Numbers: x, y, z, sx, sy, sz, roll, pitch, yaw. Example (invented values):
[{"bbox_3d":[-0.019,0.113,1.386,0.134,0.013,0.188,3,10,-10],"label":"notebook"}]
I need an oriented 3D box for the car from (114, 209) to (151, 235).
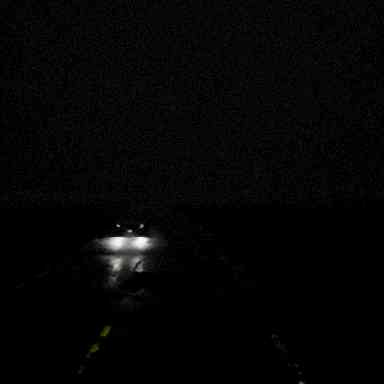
[{"bbox_3d":[-3.565,1.793,20.902,2.033,1.411,5.357,0,-1,-4],"label":"car"}]
